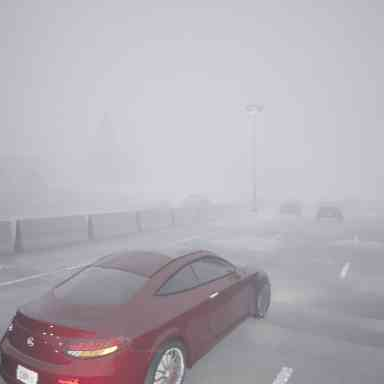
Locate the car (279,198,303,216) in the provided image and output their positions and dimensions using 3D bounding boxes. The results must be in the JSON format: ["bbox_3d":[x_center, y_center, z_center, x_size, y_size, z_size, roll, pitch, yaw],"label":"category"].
[{"bbox_3d":[9.861,1.477,33.014,1.882,1.535,5.008,0,0,22],"label":"car"}]

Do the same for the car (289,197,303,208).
[{"bbox_3d":[15.046,1.525,48.218,1.812,1.442,4.674,0,0,16],"label":"car"}]

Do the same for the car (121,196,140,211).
[{"bbox_3d":[-6.261,1.525,40.310,1.812,1.442,4.674,0,0,22],"label":"car"}]

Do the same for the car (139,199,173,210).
[{"bbox_3d":[-3.667,1.525,37.395,1.812,1.442,4.674,0,0,22],"label":"car"}]

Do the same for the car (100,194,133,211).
[{"bbox_3d":[-9.272,1.222,42.165,2.150,2.045,5.566,0,0,21],"label":"car"}]

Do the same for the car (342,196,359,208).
[{"bbox_3d":[22.100,1.352,47.224,2.097,1.767,4.553,0,0,12],"label":"car"}]

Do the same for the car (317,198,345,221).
[{"bbox_3d":[11.357,1.525,27.458,1.812,1.442,4.674,0,0,23],"label":"car"}]

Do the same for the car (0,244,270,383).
[{"bbox_3d":[-0.314,1.525,5.032,1.812,1.442,4.674,0,0,32],"label":"car"}]

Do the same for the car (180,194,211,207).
[{"bbox_3d":[0.494,1.221,38.328,2.150,2.045,5.566,0,0,21],"label":"car"}]
